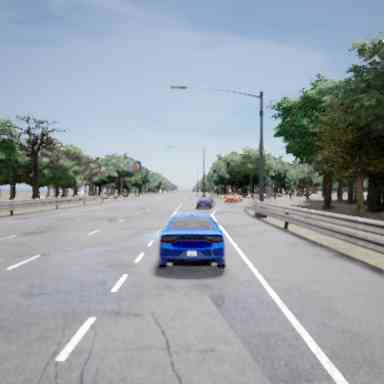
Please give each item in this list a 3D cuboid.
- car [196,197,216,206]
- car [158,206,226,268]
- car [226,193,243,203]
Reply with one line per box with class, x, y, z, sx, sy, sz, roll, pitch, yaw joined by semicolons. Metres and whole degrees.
car;1.757;1.318;41.560;1.812;1.442;4.674;0;0;11
car;0.001;1.437;11.045;1.882;1.535;5.008;0;0;0
car;7.684;1.036;60.126;2.097;1.767;4.553;0;0;25
